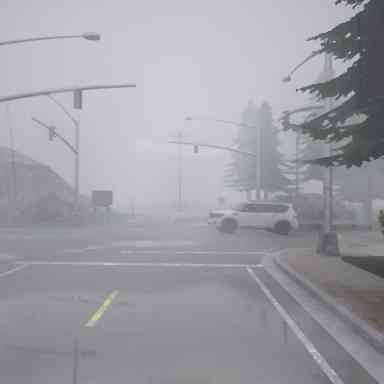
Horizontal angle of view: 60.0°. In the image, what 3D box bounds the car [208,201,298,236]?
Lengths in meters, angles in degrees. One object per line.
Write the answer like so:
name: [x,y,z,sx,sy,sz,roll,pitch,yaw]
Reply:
car: [3.824,1.588,20.844,5.566,2.045,2.150,3,-1,-7]
